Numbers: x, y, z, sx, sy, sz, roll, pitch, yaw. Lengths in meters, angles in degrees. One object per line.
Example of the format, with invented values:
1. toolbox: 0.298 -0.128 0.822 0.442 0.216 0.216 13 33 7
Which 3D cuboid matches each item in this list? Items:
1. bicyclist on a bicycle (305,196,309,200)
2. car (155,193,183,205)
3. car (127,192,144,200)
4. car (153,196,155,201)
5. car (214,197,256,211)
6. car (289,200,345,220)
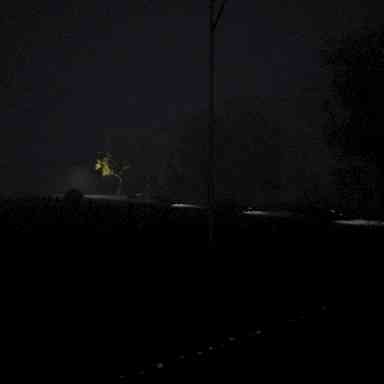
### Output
1. bicyclist on a bicycle: 12.233 1.282 35.339 1.656 1.620 0.582 0 1 -33
2. car: -3.078 1.074 47.872 1.994 1.385 4.181 0 1 -33
3. car: -11.222 0.703 65.683 2.128 1.511 4.902 0 1 -33
4. car: -4.895 0.874 56.026 1.882 1.535 5.008 0 1 -33
5. car: 4.478 1.275 36.279 2.033 1.411 5.357 0 1 -33
6. car: 10.210 1.415 27.505 1.812 1.442 4.674 0 1 -33
